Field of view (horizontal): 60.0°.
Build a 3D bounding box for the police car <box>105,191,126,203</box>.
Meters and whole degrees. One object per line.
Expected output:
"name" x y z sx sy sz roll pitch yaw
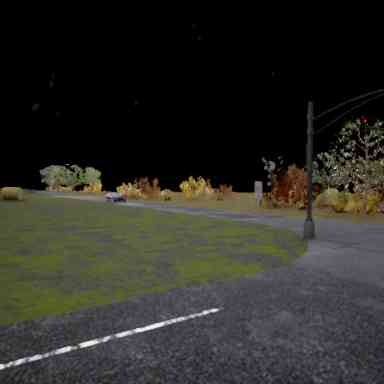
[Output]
"police car" -11.478 0.736 49.845 1.930 1.638 5.238 1 0 -32
